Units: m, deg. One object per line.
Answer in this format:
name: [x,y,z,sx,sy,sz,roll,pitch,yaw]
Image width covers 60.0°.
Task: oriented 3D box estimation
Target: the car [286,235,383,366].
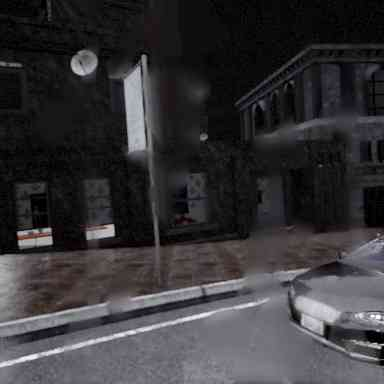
car: [3.777,1.471,5.495,4.902,1.511,2.128,0,0,-27]
